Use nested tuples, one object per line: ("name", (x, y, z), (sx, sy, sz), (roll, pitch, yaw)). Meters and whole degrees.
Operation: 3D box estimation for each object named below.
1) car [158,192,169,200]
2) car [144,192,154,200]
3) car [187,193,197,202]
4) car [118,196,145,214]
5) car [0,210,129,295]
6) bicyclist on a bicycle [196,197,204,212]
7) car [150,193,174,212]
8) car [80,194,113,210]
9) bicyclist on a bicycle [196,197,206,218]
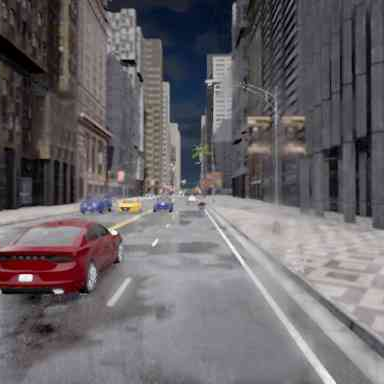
("car", (-6.496, 0.880, 76.575), (2.097, 1.767, 4.553), (0, 0, 0))
("car", (-9.746, 0.914, 75.903), (2.150, 2.045, 5.566), (0, 0, 0))
("car", (0.004, 1.430, 69.723), (1.812, 1.442, 4.674), (0, 0, 0))
("car", (-6.581, 1.461, 35.457), (1.882, 1.535, 5.008), (0, 0, 0))
("car", (-3.149, 1.476, 8.776), (1.882, 1.535, 5.008), (0, 0, 0))
("bicyclist on a bicycle", (0.901, 1.418, 38.189), (0.866, 1.612, 1.509), (0, 0, 0))
("car", (-3.148, 1.334, 37.919), (2.097, 1.767, 4.553), (0, 0, 0))
("car", (-9.831, 1.207, 34.614), (2.150, 2.045, 5.566), (0, 0, 0))
("bicyclist on a bicycle", (0.895, 1.359, 28.651), (0.659, 1.776, 1.843), (0, 0, 0))
